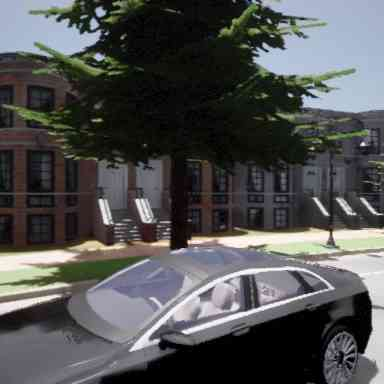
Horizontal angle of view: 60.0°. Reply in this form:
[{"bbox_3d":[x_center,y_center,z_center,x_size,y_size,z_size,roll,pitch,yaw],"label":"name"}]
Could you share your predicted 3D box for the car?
[{"bbox_3d":[0.010,1.458,3.735,4.902,1.511,2.128,0,0,-32],"label":"car"}]
